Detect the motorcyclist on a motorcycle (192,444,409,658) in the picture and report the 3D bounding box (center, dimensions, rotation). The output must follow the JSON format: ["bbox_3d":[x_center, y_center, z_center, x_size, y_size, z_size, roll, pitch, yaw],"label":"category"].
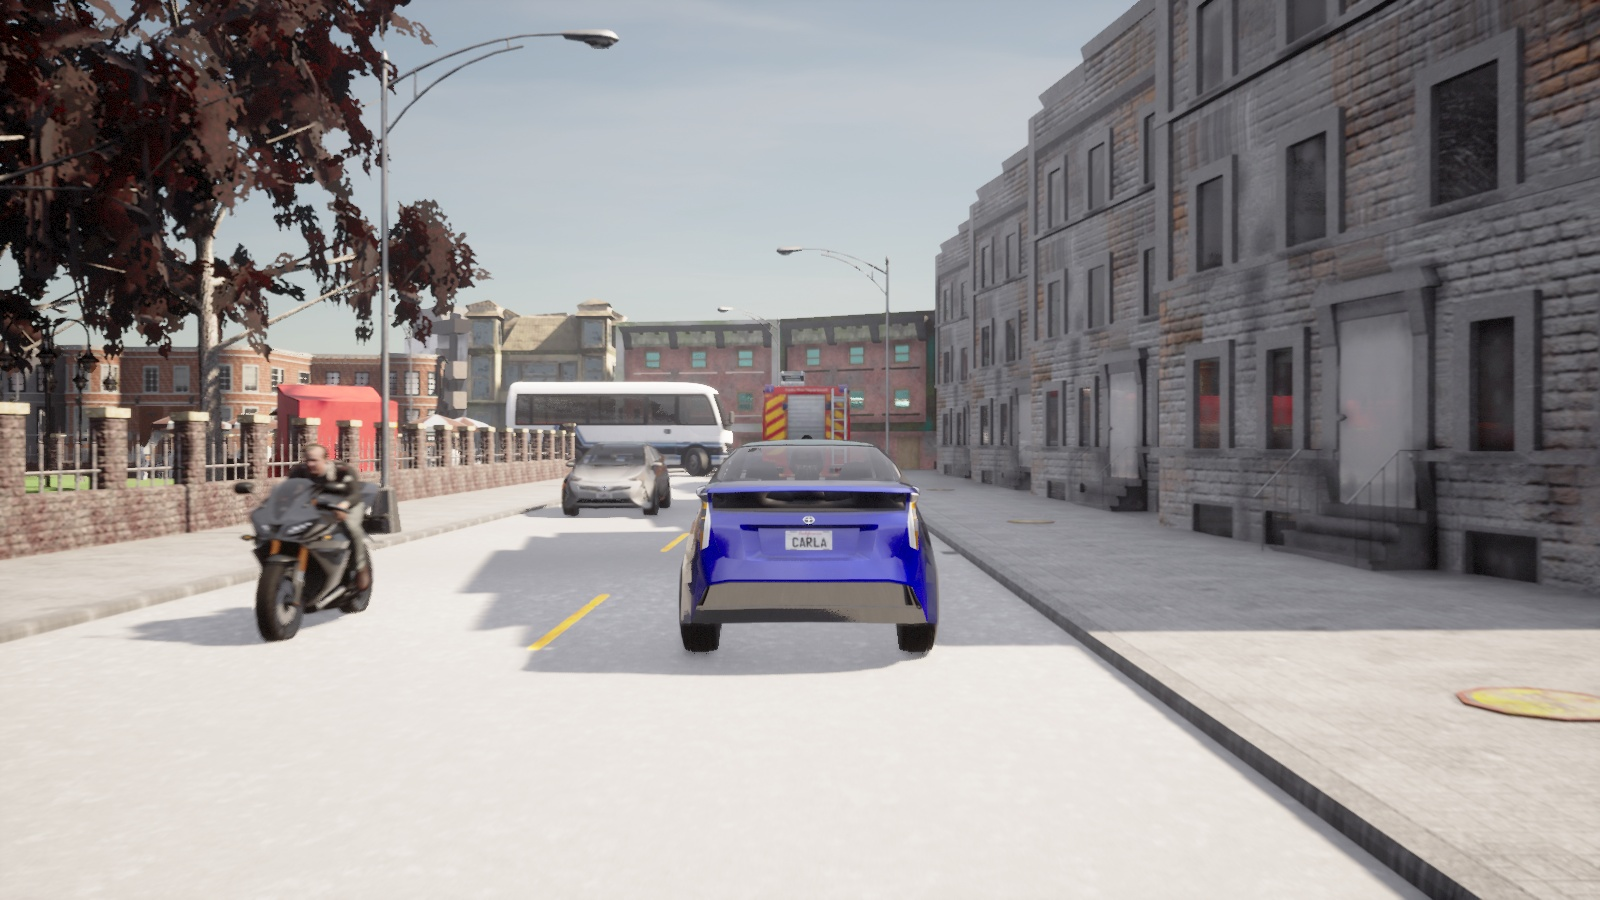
[{"bbox_3d":[-3.933,0.721,10.121,0.866,1.530,2.191,0,0,0],"label":"motorcyclist on a motorcycle"}]

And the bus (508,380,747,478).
[{"bbox_3d":[-7.627,-0.962,56.978,10.273,4.253,3.944,0,1,0],"label":"bus"}]

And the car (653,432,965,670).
[{"bbox_3d":[0.068,0.635,10.327,2.007,1.525,4.514,0,0,0],"label":"car"}]

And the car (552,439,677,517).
[{"bbox_3d":[-3.860,0.539,26.904,2.007,1.525,4.514,0,0,0],"label":"car"}]

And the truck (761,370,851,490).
[{"bbox_3d":[0.216,-0.668,44.480,2.891,3.827,8.468,0,0,0],"label":"truck"}]
